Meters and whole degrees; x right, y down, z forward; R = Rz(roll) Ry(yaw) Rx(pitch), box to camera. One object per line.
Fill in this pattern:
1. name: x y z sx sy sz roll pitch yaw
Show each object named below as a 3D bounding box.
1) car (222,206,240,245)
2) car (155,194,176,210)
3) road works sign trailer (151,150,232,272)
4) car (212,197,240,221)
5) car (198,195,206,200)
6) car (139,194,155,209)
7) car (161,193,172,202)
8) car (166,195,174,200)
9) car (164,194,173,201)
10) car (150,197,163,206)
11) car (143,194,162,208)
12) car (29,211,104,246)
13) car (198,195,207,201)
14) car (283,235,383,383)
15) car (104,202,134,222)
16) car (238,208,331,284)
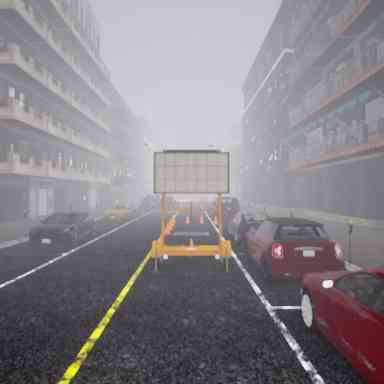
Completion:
1. car: 2.670 1.535 15.198 2.008 1.369 4.403 0 0 0
2. car: -3.159 1.301 42.330 2.097 1.767 4.553 0 0 0
3. road works sign trailer: -0.015 0.453 10.690 2.380 3.560 2.880 0 0 0
4. car: 2.655 1.285 26.471 2.192 1.841 5.009 0 0 0
5. car: 2.564 1.426 88.471 1.887 1.381 4.507 0 0 0
6. car: -5.751 1.388 43.372 1.967 1.590 4.097 0 0 0
7. car: -5.799 1.214 77.190 2.192 1.841 5.009 0 0 0
8. car: -5.816 1.426 88.463 1.887 1.381 4.507 0 0 0
9. car: -5.808 1.330 82.826 1.967 1.590 4.097 0 0 0
10. car: -5.768 1.514 54.645 1.802 1.307 4.206 0 0 0
11. car: -5.758 1.255 49.008 2.192 1.841 5.009 0 0 0
12. car: -5.711 1.550 15.189 1.947 1.339 4.313 0 0 0
13. car: 2.580 1.424 77.368 1.752 1.417 4.829 0 0 0
14. car: 2.686 1.541 3.925 1.887 1.381 4.507 0 0 0
15. car: -5.727 1.496 26.292 1.752 1.417 4.829 0 0 0
16. car: 2.678 1.430 9.562 1.967 1.590 4.097 0 0 0
